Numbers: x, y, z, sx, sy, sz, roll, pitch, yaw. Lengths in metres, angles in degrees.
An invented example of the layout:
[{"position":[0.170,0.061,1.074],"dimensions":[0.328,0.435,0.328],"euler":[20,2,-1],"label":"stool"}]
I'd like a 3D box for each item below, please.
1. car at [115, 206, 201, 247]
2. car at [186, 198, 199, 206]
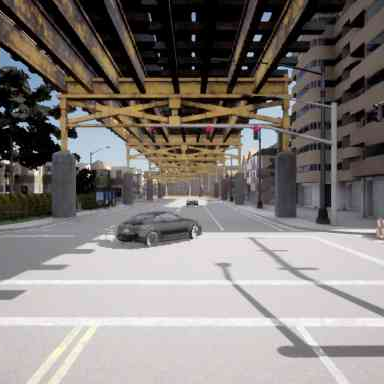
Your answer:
[{"position":[-1.426,1.564,15.237],"dimensions":[1.994,1.385,4.181],"euler":[0,0,40],"label":"car"},{"position":[0.053,1.601,52.214],"dimensions":[1.895,1.301,4.718],"euler":[0,0,0],"label":"car"}]
